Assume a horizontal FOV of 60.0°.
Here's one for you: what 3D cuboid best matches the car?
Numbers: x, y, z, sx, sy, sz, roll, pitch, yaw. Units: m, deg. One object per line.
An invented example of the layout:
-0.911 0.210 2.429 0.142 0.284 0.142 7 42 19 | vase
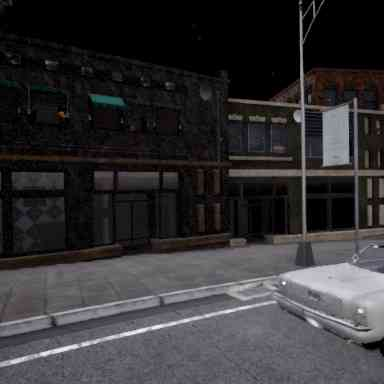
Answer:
3.769 1.588 5.786 4.718 1.301 1.895 0 0 -25 | car
